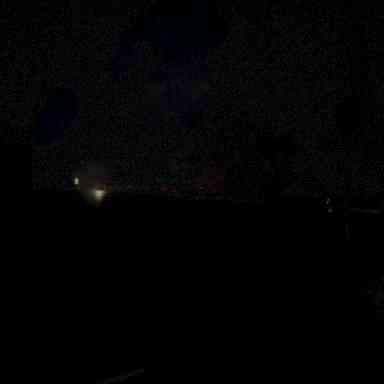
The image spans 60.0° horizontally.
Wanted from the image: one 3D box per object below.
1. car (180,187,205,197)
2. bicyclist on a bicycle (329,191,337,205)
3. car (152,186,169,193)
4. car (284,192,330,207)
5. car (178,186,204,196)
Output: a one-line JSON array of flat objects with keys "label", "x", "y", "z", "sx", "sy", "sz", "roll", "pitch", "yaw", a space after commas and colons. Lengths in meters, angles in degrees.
[{"label": "car", "x": 0.036, "y": -0.017, "z": 52.154, "sx": 2.128, "sy": 1.511, "sz": 4.902, "roll": 0, "pitch": 2, "yaw": -35}, {"label": "bicyclist on a bicycle", "x": 16.619, "y": 0.695, "z": 39.220, "sx": 1.656, "sy": 1.620, "sz": 0.582, "roll": 0, "pitch": 2, "yaw": -36}, {"label": "car", "x": -6.321, "y": -0.448, "z": 65.890, "sx": 1.994, "sy": 1.385, "sz": 4.181, "roll": 0, "pitch": 2, "yaw": -36}, {"label": "car", "x": 12.131, "y": 0.735, "z": 35.204, "sx": 2.128, "sy": 1.511, "sz": 4.902, "roll": 0, "pitch": 2, "yaw": -36}, {"label": "car", "x": -0.224, "y": -0.182, "z": 57.453, "sx": 1.882, "sy": 1.535, "sz": 5.008, "roll": 0, "pitch": 2, "yaw": -35}]
